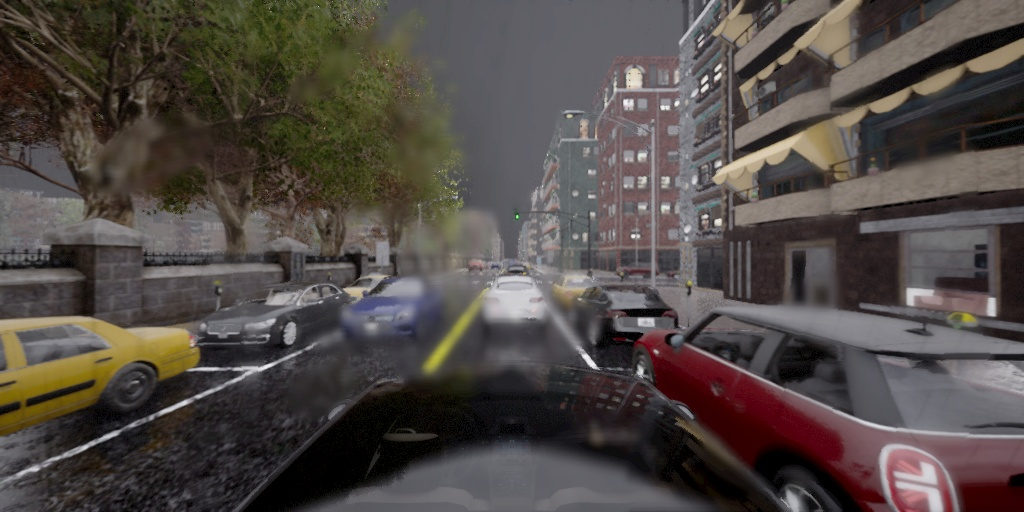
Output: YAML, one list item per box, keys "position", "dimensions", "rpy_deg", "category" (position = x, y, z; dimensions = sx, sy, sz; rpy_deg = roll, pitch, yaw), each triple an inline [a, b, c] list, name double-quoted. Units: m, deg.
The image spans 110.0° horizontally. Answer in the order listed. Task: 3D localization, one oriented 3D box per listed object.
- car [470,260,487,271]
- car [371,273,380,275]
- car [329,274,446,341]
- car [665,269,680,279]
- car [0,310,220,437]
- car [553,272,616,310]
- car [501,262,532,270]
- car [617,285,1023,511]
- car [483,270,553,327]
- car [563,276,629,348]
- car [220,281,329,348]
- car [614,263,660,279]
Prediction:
- position: [-5.718, 1.536, 58.444]
  dimensions: [2.192, 1.841, 5.009]
  rpy_deg: [0, 0, 0]
  category: "car"
- position: [-5.695, 1.381, 14.709]
  dimensions: [1.751, 1.417, 4.829]
  rpy_deg: [0, 0, 0]
  category: "car"
- position: [-3.096, 1.343, 10.291]
  dimensions: [1.812, 1.442, 4.674]
  rpy_deg: [0, 0, 0]
  category: "car"
- position: [20.273, 2.000, 41.888]
  dimensions: [4.507, 1.381, 1.888]
  rpy_deg: [0, 0, 0]
  category: "car"
- position: [-5.689, 1.290, 3.449]
  dimensions: [1.751, 1.417, 4.829]
  rpy_deg: [0, 0, 0]
  category: "car"
- position: [2.685, 1.380, 15.055]
  dimensions: [1.751, 1.417, 4.829]
  rpy_deg: [0, 0, 0]
  category: "car"
- position: [0.542, 1.468, 28.072]
  dimensions: [1.837, 1.490, 4.892]
  rpy_deg: [0, -1, 6]
  category: "car"
- position: [2.691, 1.205, 3.624]
  dimensions: [1.967, 1.591, 4.097]
  rpy_deg: [0, 0, 0]
  category: "car"
- position: [0.095, 1.355, 11.704]
  dimensions: [1.812, 1.442, 4.674]
  rpy_deg: [0, 0, 0]
  category: "car"
- position: [2.689, 1.375, 9.254]
  dimensions: [1.948, 1.339, 4.313]
  rpy_deg: [0, 0, 0]
  category: "car"
- position: [-5.692, 1.360, 9.249]
  dimensions: [2.007, 1.370, 4.403]
  rpy_deg: [0, 0, 0]
  category: "car"
- position: [14.578, 1.666, 41.868]
  dimensions: [5.009, 1.841, 2.192]
  rpy_deg: [0, 0, 0]
  category: "car"
